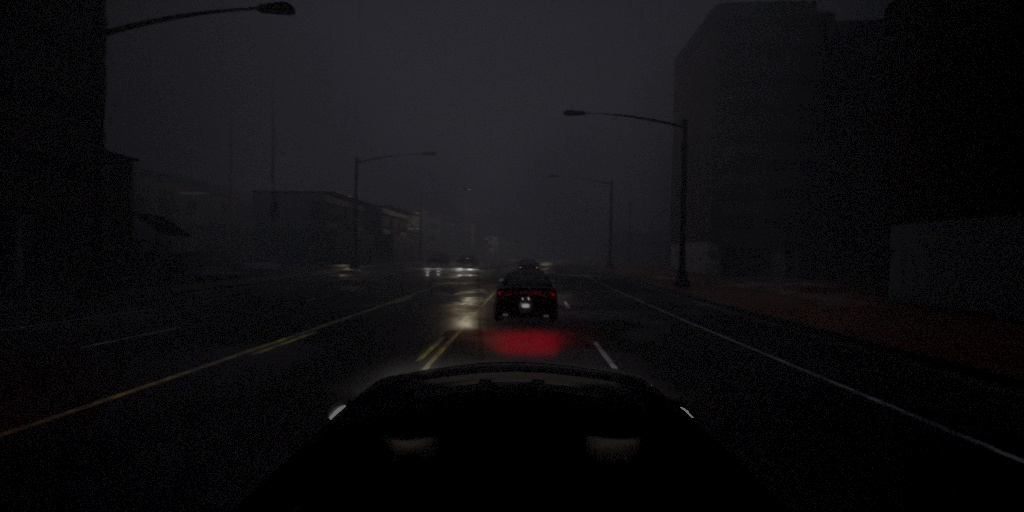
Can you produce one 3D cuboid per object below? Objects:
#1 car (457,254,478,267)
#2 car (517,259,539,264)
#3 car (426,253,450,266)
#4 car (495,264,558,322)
[{"bbox_3d":[-5.175,0.400,42.444,1.994,1.385,4.181,1,1,3],"label":"car"},{"bbox_3d":[1.357,0.975,30.706,1.812,1.442,4.674,1,1,2],"label":"car"},{"bbox_3d":[-8.670,0.319,42.609,2.033,1.411,5.357,1,1,3],"label":"car"},{"bbox_3d":[0.511,1.233,12.561,1.882,1.535,5.008,1,0,3],"label":"car"}]
